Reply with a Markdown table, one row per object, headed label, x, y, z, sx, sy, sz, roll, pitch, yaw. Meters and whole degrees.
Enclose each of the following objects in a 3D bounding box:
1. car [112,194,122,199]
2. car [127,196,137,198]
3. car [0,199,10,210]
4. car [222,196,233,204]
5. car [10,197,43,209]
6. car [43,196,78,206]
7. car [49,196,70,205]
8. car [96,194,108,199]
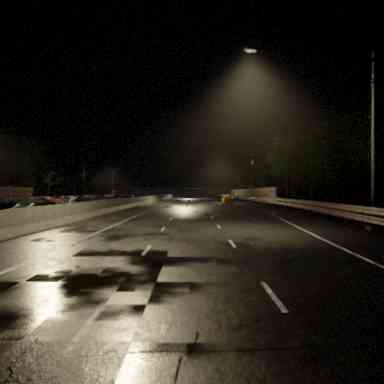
| label | x | y | z | sx | sy | sz | roll | pitch | yaw |
| --- | --- | --- | --- | --- | --- | --- | --- | --- | --- |
| car | -17.491 | 1.134 | 77.670 | 1.837 | 1.490 | 4.892 | 0 | 0 | 0 |
| car | -13.991 | 1.174 | 77.669 | 2.033 | 1.411 | 5.357 | 0 | 0 | 0 |
| car | -21.076 | 1.479 | 36.277 | 1.882 | 1.535 | 5.008 | 0 | 0 | 0 |
| car | 7.008 | 1.481 | 66.551 | 1.882 | 1.535 | 5.008 | 0 | 0 | 0 |
| car | -17.575 | 1.352 | 36.863 | 2.097 | 1.767 | 4.553 | 0 | 0 | 0 |
| car | -14.077 | 1.493 | 36.745 | 2.128 | 1.511 | 4.902 | 0 | 0 | 0 |
| car | -24.497 | 1.488 | 61.816 | 1.882 | 1.535 | 5.008 | 0 | 0 | 0 |
| car | -20.991 | 1.158 | 77.670 | 1.812 | 1.442 | 4.674 | 0 | 0 | 0 |
